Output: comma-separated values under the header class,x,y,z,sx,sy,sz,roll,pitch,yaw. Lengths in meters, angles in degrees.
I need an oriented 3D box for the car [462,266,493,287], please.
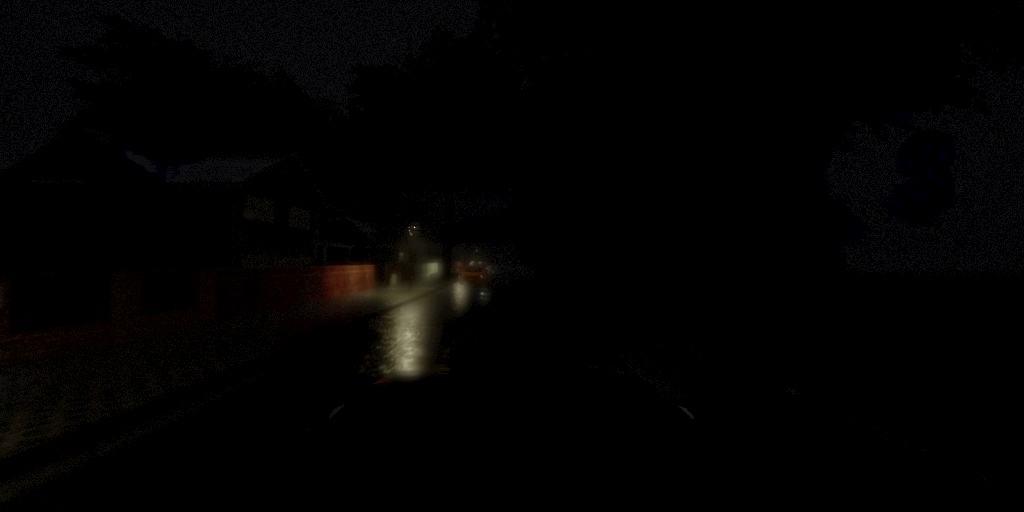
class,x,y,z,sx,sy,sz,roll,pitch,yaw
car,-2.863,1.589,28.975,1.882,1.535,5.008,0,-1,0
